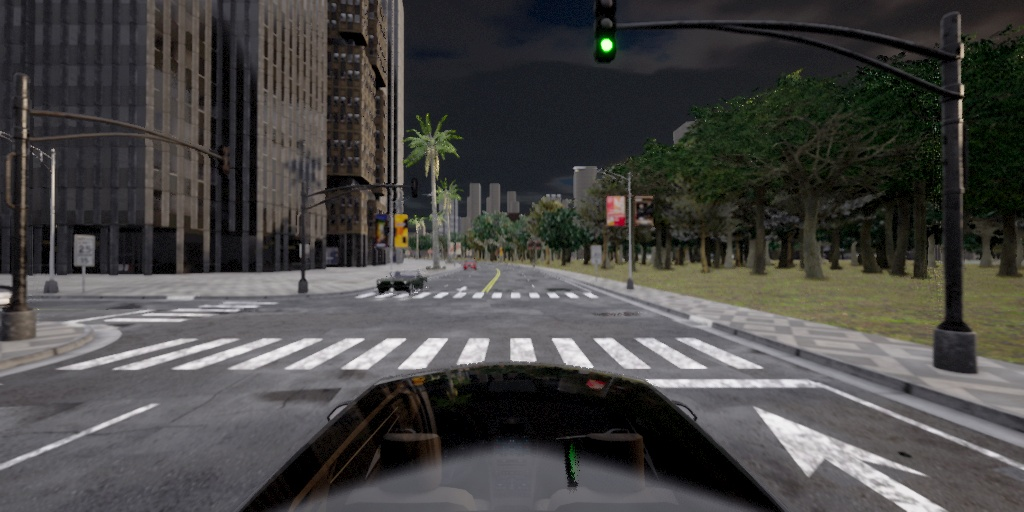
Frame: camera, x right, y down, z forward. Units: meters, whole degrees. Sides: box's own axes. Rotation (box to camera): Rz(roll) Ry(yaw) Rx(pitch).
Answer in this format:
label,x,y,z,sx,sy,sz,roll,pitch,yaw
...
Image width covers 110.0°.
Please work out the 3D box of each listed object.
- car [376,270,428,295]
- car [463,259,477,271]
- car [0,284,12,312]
label,x,y,z,sx,sy,sz,roll,pitch,yaw
car,-6.540,1.544,21.726,1.895,1.301,4.718,0,0,0
car,-7.301,1.524,62.600,2.150,2.045,5.566,0,0,-3
car,-19.664,1.258,12.101,4.902,1.511,2.128,0,-1,0
